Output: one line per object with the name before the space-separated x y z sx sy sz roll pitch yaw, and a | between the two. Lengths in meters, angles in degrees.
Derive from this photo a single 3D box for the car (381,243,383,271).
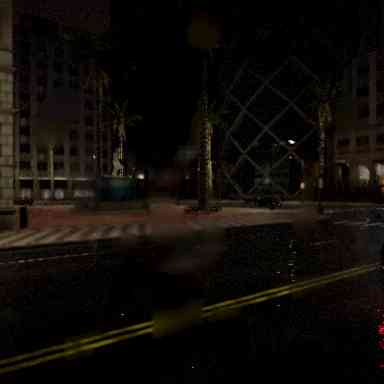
car | 6.793 1.453 8.635 4.892 1.490 1.837 0 0 -35

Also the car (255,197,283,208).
car | 10.308 1.411 44.885 1.837 1.490 4.892 0 2 -18

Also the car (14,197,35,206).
car | -27.605 1.562 53.724 4.181 1.385 1.994 0 0 -21
